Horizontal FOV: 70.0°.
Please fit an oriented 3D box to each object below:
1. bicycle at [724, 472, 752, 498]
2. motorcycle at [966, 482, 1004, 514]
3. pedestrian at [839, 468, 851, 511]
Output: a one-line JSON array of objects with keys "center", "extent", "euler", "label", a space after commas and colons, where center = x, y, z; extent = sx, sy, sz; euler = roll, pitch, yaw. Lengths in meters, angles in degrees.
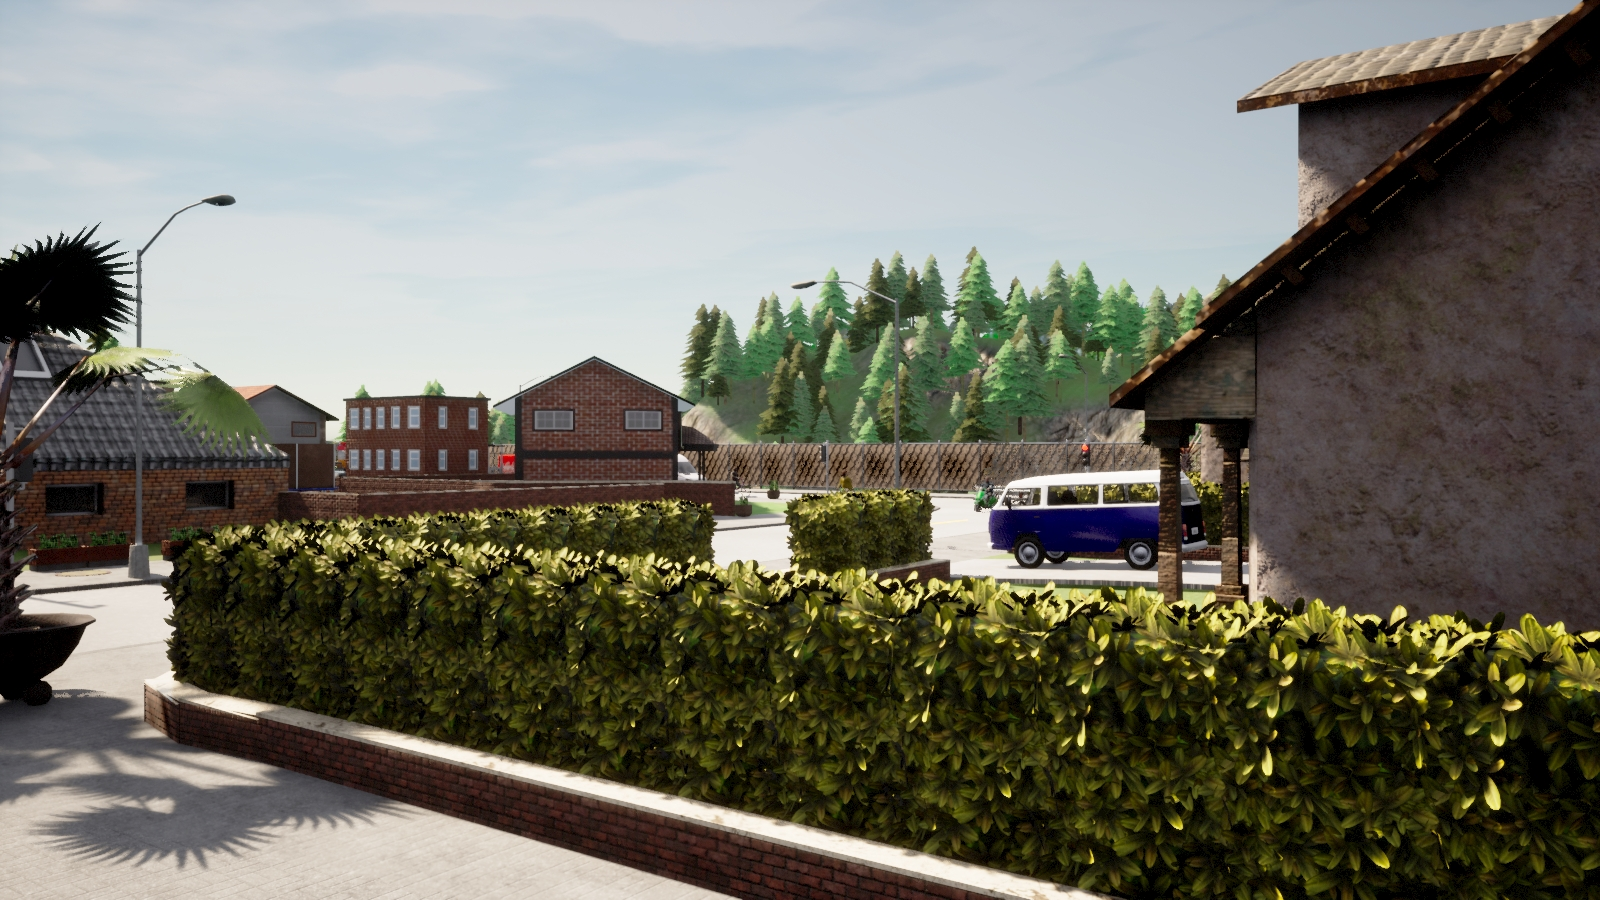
[{"center": [-3.643, 2.044, 67.431], "extent": [1.835, 1.471, 0.329], "euler": [0, 0, 35], "label": "bicycle"}, {"center": [8.282, 2.133, 51.006], "extent": [0.856, 1.316, 1.805], "euler": [2, 1, 39], "label": "motorcycle"}, {"center": [1.970, 1.734, 50.324], "extent": [0.375, 1.860, 0.375], "euler": [0, 0, -36], "label": "pedestrian"}]
